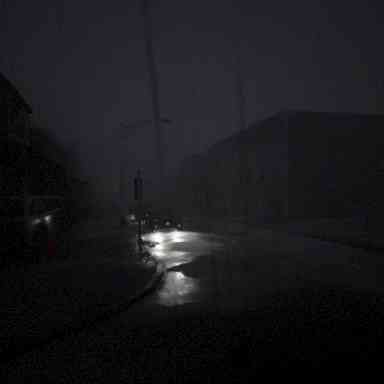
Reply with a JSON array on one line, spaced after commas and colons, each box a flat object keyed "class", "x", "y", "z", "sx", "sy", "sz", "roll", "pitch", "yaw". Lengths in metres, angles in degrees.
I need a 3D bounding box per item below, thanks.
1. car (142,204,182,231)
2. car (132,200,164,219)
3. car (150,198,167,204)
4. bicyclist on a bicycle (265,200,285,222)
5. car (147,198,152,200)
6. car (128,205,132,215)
[{"class": "car", "x": -1.956, "y": 1.759, "z": 22.107, "sx": 1.994, "sy": 1.385, "sz": 4.181, "roll": -1, "pitch": 0, "yaw": -14}, {"class": "car", "x": -4.175, "y": 1.802, "z": 30.726, "sx": 1.837, "sy": 1.490, "sz": 4.892, "roll": -1, "pitch": 0, "yaw": -14}, {"class": "car", "x": -4.777, "y": 2.003, "z": 49.901, "sx": 1.994, "sy": 1.385, "sz": 4.181, "roll": -1, "pitch": 0, "yaw": -14}, {"class": "bicyclist on a bicycle", "x": 6.101, "y": 1.402, "z": 24.461, "sx": 1.656, "sy": 1.620, "sz": 0.582, "roll": -1, "pitch": 0, "yaw": -14}, {"class": "car", "x": -7.268, "y": 1.905, "z": 59.571, "sx": 2.097, "sy": 1.767, "sz": 4.553, "roll": -1, "pitch": 0, "yaw": -13}, {"class": "car", "x": -6.624, "y": 1.974, "z": 40.318, "sx": 1.994, "sy": 1.385, "sz": 4.181, "roll": -1, "pitch": 0, "yaw": -14}]
